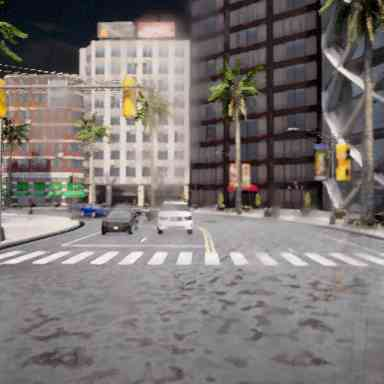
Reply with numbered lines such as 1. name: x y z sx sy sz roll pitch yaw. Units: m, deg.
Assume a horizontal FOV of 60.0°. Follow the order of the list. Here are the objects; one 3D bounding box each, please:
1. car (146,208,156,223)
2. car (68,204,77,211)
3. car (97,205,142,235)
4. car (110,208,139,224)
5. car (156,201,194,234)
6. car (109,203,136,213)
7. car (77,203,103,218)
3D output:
1. car: -3.081 2.210 32.236 1.895 1.301 4.718 1 -1 -20
2. car: -19.925 2.652 59.190 4.181 1.385 1.994 0 -1 24
3. car: -4.652 1.891 22.078 1.882 1.535 5.008 0 -1 -4
4. car: -6.405 2.185 31.245 1.895 1.301 4.718 1 -1 -21
5. car: -1.162 1.652 22.669 2.150 2.045 5.566 0 -1 -5
6. car: -11.350 2.571 54.089 4.181 1.385 1.994 -1 -1 37
7. car: -11.702 2.221 40.173 1.882 1.535 5.008 1 -1 -41
